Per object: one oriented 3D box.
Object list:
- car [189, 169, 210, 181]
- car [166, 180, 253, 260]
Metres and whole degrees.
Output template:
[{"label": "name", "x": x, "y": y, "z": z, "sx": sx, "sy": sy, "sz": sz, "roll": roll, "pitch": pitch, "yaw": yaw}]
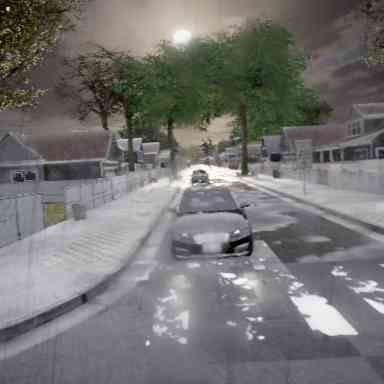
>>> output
[{"label": "car", "x": 0.780, "y": -1.515, "z": 33.881, "sx": 1.837, "sy": 1.490, "sz": 4.892, "roll": -4, "pitch": 5, "yaw": 1}, {"label": "car", "x": 0.423, "y": 0.644, "z": 9.091, "sx": 2.128, "sy": 1.511, "sz": 4.902, "roll": -4, "pitch": 5, "yaw": 1}]
